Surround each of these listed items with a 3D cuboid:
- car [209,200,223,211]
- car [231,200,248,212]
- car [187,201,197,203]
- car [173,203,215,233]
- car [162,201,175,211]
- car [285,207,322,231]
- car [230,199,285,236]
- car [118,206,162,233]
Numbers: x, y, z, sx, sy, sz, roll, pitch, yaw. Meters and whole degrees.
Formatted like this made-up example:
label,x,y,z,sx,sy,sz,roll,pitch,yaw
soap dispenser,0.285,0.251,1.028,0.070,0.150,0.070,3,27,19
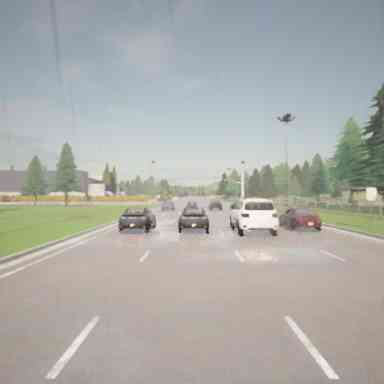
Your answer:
label,x,y,z,sx,sy,sz,roll,pitch,yaw
car,3.511,2.012,49.835,1.837,1.490,4.892,0,-1,0
car,7.012,2.006,49.172,1.837,1.490,4.892,0,0,0
car,0.011,2.050,49.354,2.033,1.411,5.357,0,-1,0
car,0.104,1.710,21.281,2.128,1.511,4.902,0,0,0
car,-3.489,2.046,49.007,2.033,1.411,5.357,0,-1,0
car,7.106,1.752,22.228,1.812,1.442,4.674,0,0,0
car,3.604,1.428,20.044,2.150,2.045,5.566,0,0,0
car,-3.395,1.710,21.276,2.128,1.511,4.902,0,0,0
